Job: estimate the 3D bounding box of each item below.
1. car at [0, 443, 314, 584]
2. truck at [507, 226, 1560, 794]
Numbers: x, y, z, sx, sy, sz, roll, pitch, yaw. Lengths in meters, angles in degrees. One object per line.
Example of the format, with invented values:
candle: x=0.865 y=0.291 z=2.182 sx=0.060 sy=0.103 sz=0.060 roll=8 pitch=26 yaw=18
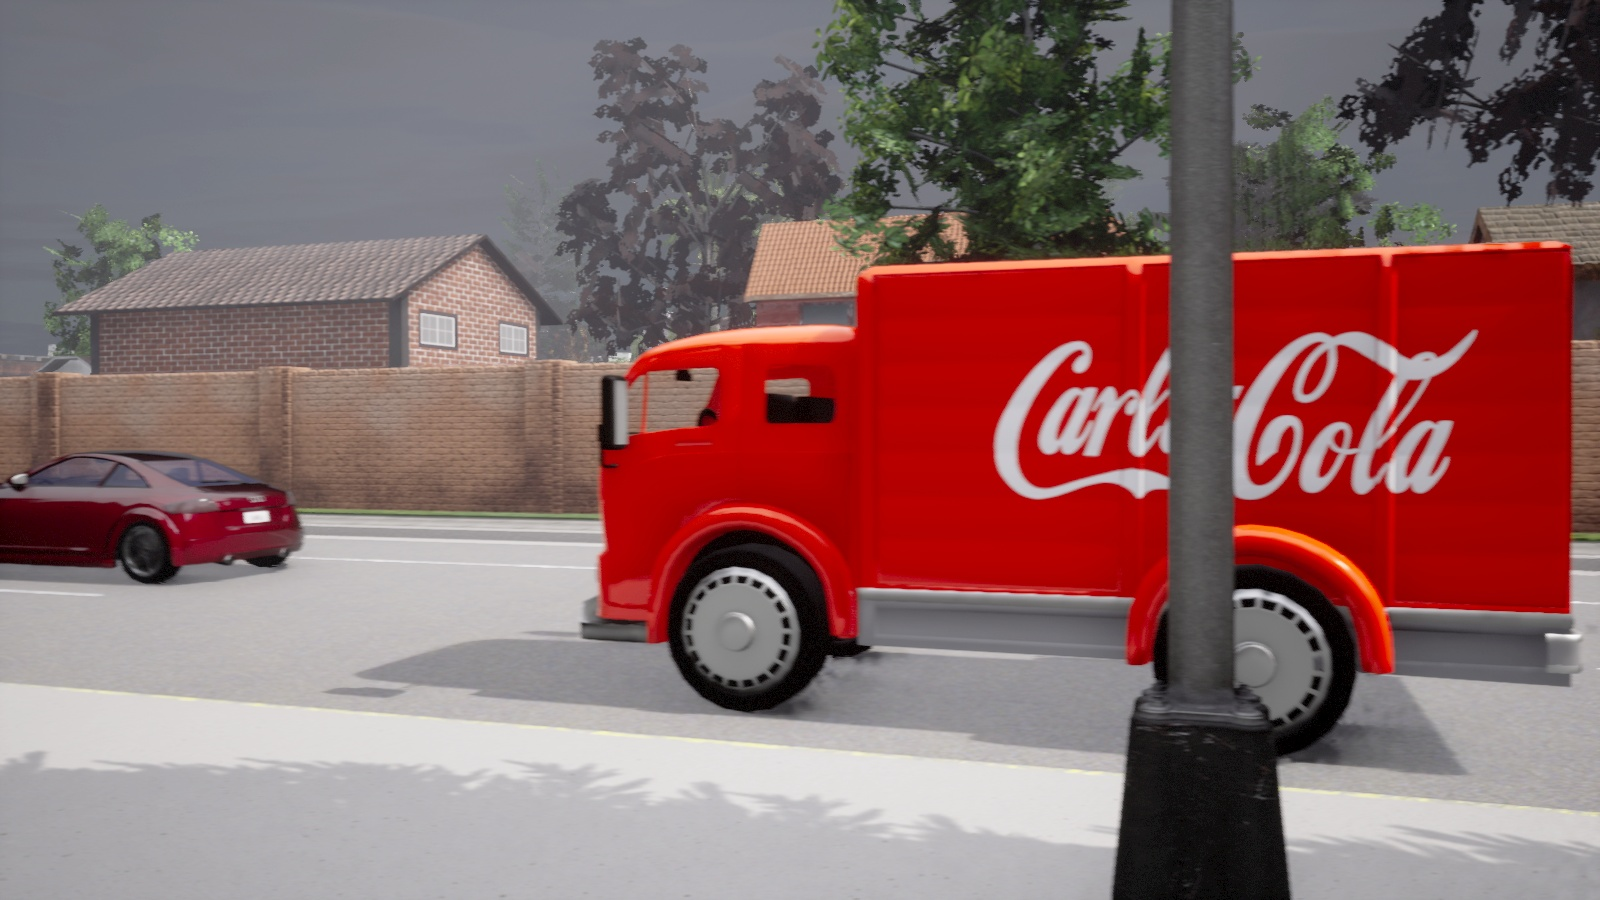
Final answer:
car: x=-7.950 y=0.631 z=14.309 sx=4.181 sy=1.385 sz=1.994 roll=1 pitch=1 yaw=19
truck: x=1.230 y=0.224 z=7.520 sx=5.204 sy=2.467 sz=2.627 roll=1 pitch=1 yaw=19
